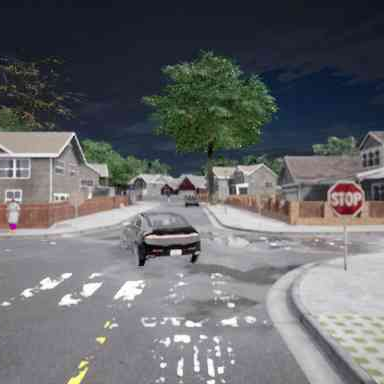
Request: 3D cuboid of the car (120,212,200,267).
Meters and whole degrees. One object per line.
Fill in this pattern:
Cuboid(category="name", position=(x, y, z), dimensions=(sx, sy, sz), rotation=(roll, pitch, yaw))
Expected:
Cuboid(category="car", position=(-1.219, 1.418, 11.308), dimensions=(2.128, 1.511, 4.902), rotation=(-1, 0, -19))

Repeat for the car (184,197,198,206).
Cuboid(category="car", position=(-0.106, 1.448, 50.384), dimensions=(1.994, 1.385, 4.181), rotation=(0, 0, -3))

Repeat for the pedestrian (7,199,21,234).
Cuboid(category="pedestrian", position=(-9.669, 1.286, 17.969), dimensions=(0.375, 1.860, 0.375), rotation=(0, -1, 1))
